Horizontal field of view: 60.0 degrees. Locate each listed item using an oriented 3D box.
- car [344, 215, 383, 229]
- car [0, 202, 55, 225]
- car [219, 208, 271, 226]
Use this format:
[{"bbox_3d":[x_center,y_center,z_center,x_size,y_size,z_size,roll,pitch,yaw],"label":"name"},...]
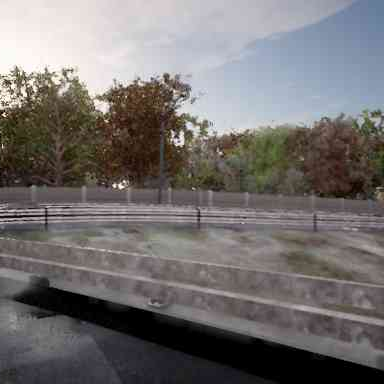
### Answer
[{"bbox_3d":[18.675,3.112,35.104,5.357,1.411,2.033,3,-1,-18],"label":"car"},{"bbox_3d":[-12.810,1.517,24.563,5.008,1.535,1.882,1,-1,-19],"label":"car"},{"bbox_3d":[4.887,2.199,30.487,4.902,1.511,2.128,3,-1,-18],"label":"car"}]
